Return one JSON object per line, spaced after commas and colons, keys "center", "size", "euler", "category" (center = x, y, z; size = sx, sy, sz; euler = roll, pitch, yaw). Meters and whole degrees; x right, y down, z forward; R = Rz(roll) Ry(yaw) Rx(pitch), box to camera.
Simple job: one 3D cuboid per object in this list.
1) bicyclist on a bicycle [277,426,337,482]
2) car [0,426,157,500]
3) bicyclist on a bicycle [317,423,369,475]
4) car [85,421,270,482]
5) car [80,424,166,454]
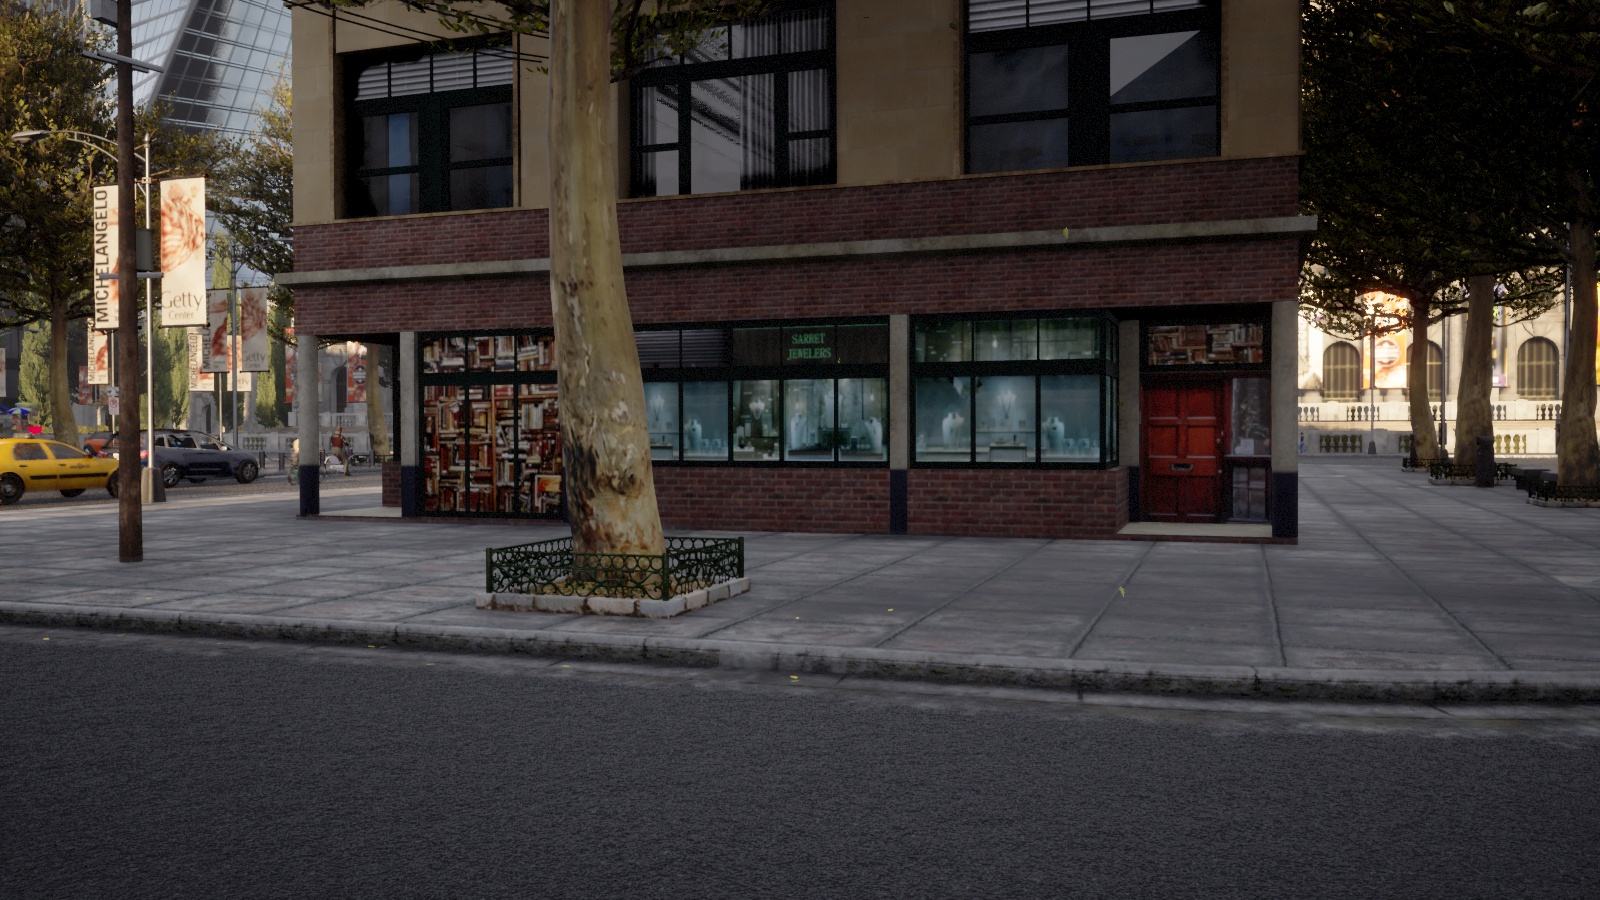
{"center": [-14.528, 0.116, 37.022], "size": [0.866, 1.612, 1.509], "euler": [1, 1, 20], "category": "bicyclist on a bicycle"}
{"center": [-17.534, 0.244, 28.587], "size": [1.801, 1.575, 5.366], "euler": [1, 1, 20], "category": "car"}
{"center": [-15.905, -0.063, 43.725], "size": [0.659, 1.776, 1.843], "euler": [1, 1, 20], "category": "bicyclist on a bicycle"}
{"center": [-18.227, 0.008, 37.040], "size": [2.242, 1.667, 4.611], "euler": [1, 1, 20], "category": "car"}
{"center": [-41.183, -0.692, 76.372], "size": [4.553, 1.767, 2.097], "euler": [1, 1, 19], "category": "car"}
